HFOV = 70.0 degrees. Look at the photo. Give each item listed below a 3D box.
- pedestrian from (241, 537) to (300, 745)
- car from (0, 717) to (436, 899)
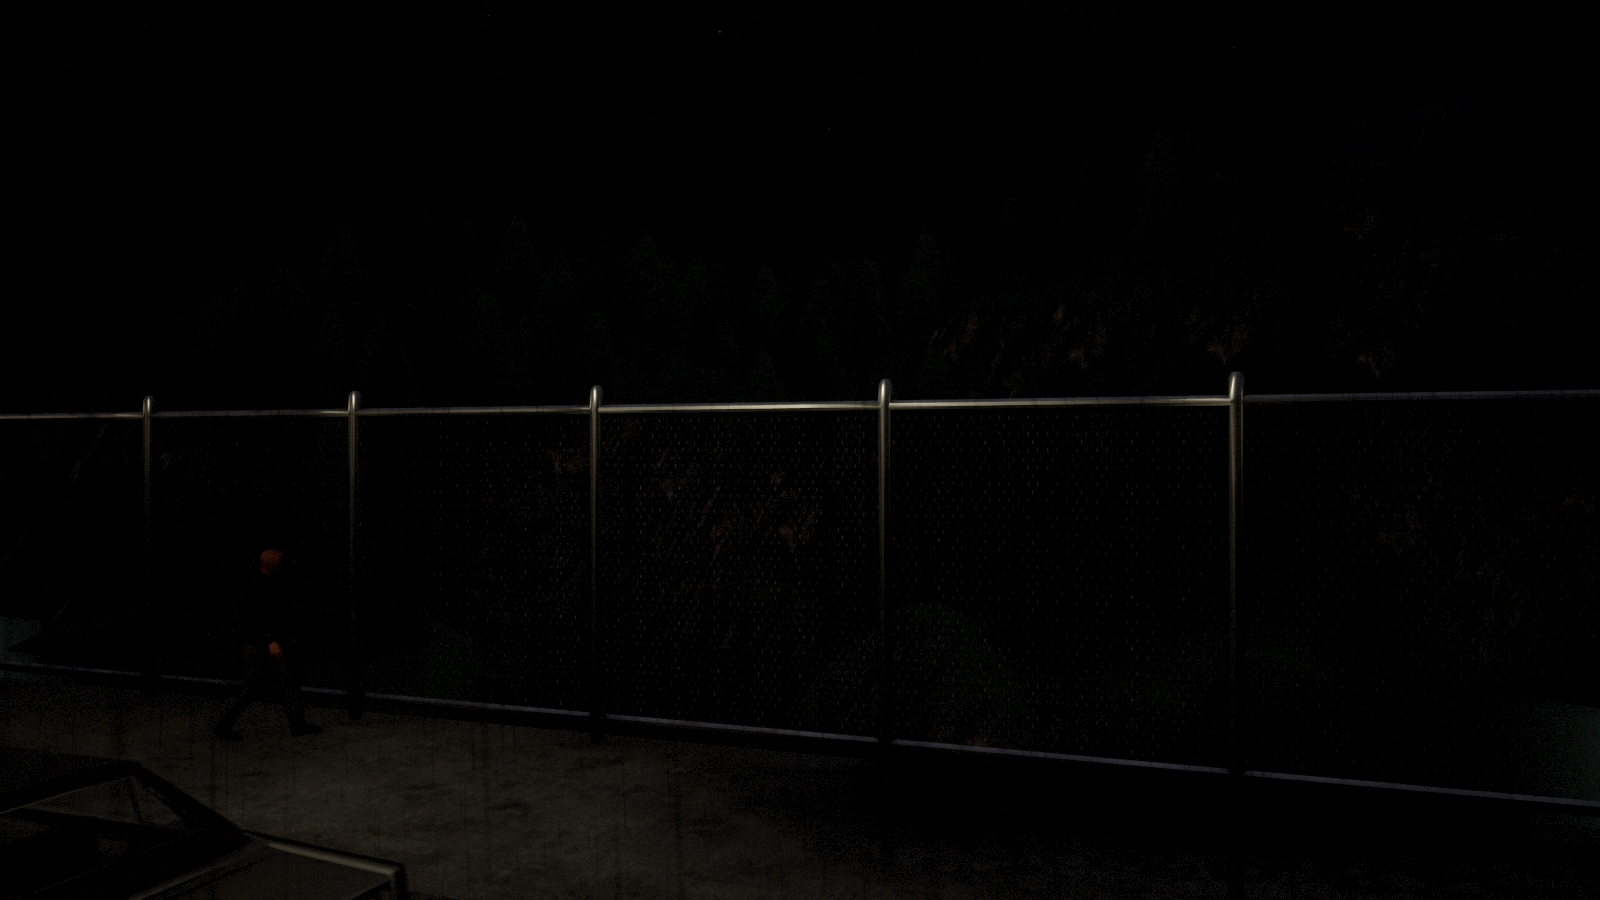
[{"bbox_3d":[-4.889,1.746,10.555,0.375,1.860,0.375,0,0,-1],"label":"pedestrian"},{"bbox_3d":[-4.273,2.156,5.346,4.718,1.301,1.895,0,0,20],"label":"car"}]
